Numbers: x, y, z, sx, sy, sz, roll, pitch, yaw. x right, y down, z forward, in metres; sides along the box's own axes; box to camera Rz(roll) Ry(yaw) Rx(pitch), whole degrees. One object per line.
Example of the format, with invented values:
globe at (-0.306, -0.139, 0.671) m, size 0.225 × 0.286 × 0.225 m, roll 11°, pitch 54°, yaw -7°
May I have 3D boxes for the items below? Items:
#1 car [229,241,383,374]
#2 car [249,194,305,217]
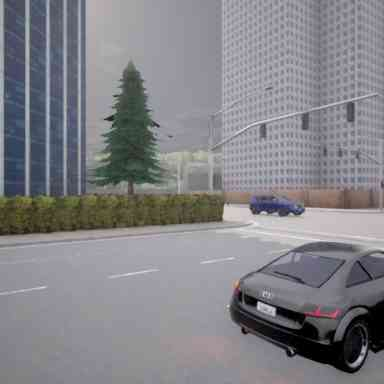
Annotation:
car at (2.661, 1.564, 5.679) m, size 4.181 × 1.385 × 1.994 m, roll 0°, pitch 0°, yaw -35°
car at (7.891, 1.221, 31.460) m, size 2.150 × 2.045 × 5.566 m, roll 0°, pitch 0°, yaw -36°
